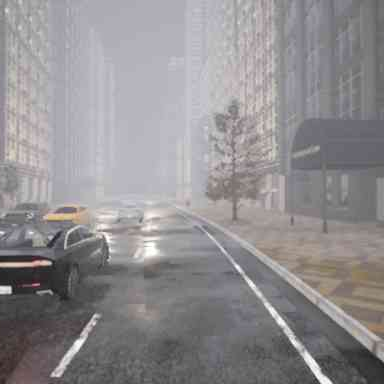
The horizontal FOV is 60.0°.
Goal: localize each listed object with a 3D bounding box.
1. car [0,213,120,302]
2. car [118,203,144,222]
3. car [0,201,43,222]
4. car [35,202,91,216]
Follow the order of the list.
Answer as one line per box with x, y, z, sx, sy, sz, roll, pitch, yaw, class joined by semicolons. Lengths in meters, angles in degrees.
-3.397;1.509;8.248;2.128;1.511;4.902;0;0;-2;car
-4.859;1.575;26.723;1.812;1.442;4.674;0;0;-7;car
-10.944;1.457;22.345;2.097;1.767;4.553;0;0;-6;car
-7.539;1.516;20.430;1.882;1.535;5.008;0;0;-5;car
